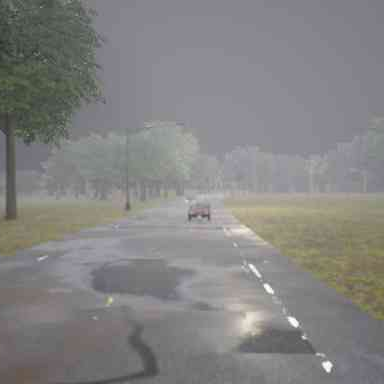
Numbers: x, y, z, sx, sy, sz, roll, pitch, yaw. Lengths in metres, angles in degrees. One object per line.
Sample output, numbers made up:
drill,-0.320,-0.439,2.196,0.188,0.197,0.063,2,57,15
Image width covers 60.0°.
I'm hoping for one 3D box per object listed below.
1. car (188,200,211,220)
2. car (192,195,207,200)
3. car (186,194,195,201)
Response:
car,0.651,1.646,28.490,1.895,1.301,4.718,0,0,2
car,1.429,1.519,45.417,1.994,1.385,4.181,0,0,3
car,-0.159,1.171,73.524,1.837,1.490,4.892,0,1,5
